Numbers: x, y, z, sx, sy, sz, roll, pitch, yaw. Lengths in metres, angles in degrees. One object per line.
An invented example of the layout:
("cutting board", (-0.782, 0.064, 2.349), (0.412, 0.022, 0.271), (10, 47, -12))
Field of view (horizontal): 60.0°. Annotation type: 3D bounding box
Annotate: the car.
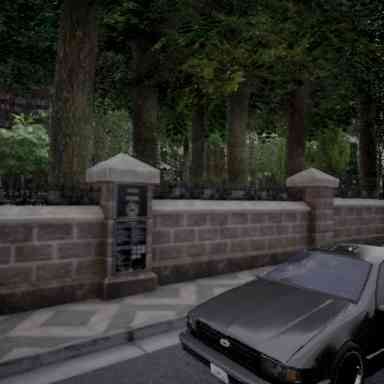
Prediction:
("car", (2.463, 1.565, 5.118), (5.357, 1.411, 2.033), (0, 0, -35))
